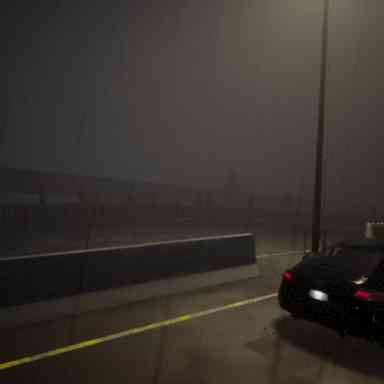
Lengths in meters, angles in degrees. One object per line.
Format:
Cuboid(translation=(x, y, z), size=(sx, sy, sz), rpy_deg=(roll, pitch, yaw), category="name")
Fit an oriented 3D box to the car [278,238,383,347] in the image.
Cuboid(translation=(3.586, 1.596, 6.306), size=(4.181, 1.385, 1.994), rpy_deg=(1, -1, -36), category="car")
